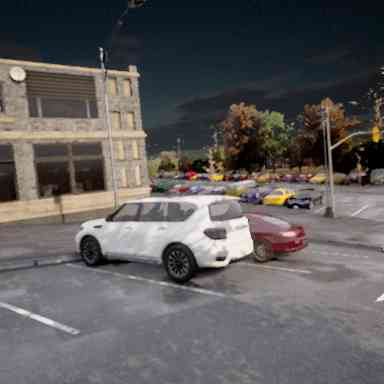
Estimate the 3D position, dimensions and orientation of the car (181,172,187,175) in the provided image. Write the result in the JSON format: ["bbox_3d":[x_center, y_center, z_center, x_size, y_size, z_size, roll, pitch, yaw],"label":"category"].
[{"bbox_3d":[0.731,-4.294,86.310,5.566,2.045,2.435,-8,7,-44],"label":"car"}]

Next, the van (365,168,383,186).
[{"bbox_3d":[23.499,-1.897,41.391,1.878,1.987,4.442,1,6,41],"label":"van"}]

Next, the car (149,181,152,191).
[{"bbox_3d":[-4.415,-0.840,55.078,2.097,1.535,5.008,0,7,43],"label":"car"}]

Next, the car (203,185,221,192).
[{"bbox_3d":[4.057,-0.031,39.072,2.231,1.521,4.892,-1,7,41],"label":"car"}]

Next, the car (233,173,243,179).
[{"bbox_3d":[10.948,-2.866,64.932,2.097,1.535,5.008,1,6,44],"label":"car"}]

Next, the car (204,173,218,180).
[{"bbox_3d":[5.735,-3.440,75.558,2.097,1.535,5.008,1,7,45],"label":"car"}]

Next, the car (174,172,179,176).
[{"bbox_3d":[-1.720,-4.320,91.741,4.792,1.488,2.163,-8,6,-44],"label":"car"}]

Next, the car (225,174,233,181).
[{"bbox_3d":[9.613,-2.975,67.555,2.163,1.488,4.792,1,7,44],"label":"car"}]

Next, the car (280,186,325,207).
[{"bbox_3d":[9.849,0.519,28.530,2.163,1.488,4.792,0,7,40],"label":"car"}]

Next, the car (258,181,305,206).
[{"bbox_3d":[8.629,0.317,31.331,1.946,1.575,5.366,-1,7,40],"label":"car"}]

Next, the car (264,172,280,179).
[{"bbox_3d":[14.996,-2.577,57.017,2.185,1.767,4.553,0,6,43],"label":"car"}]

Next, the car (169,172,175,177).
[{"bbox_3d":[-3.106,-4.482,94.288,5.366,1.575,1.946,-8,7,-44],"label":"car"}]

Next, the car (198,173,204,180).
[{"bbox_3d":[4.444,-3.711,78.207,2.185,1.767,4.553,1,7,45],"label":"car"}]

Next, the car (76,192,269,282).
[{"bbox_3d":[-0.985,1.151,9.652,5.566,2.045,2.435,-1,0,35],"label":"car"}]

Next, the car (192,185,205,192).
[{"bbox_3d":[2.620,-0.124,41.726,2.002,1.452,4.674,0,8,41],"label":"car"}]

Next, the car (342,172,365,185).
[{"bbox_3d":[22.090,-1.930,44.035,2.185,1.767,4.553,0,6,41],"label":"car"}]

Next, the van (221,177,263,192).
[{"bbox_3d":[5.583,-0.144,36.505,1.878,1.987,4.442,-1,7,41],"label":"van"}]

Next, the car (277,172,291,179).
[{"bbox_3d":[16.413,-2.282,54.439,2.002,1.452,4.674,0,6,42],"label":"car"}]

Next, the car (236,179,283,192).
[{"bbox_3d":[6.980,0.099,33.774,2.185,1.767,4.553,-1,7,40],"label":"car"}]

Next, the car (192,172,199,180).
[{"bbox_3d":[3.212,-3.737,80.921,4.892,1.521,2.231,-8,7,-44],"label":"car"}]

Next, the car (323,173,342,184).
[{"bbox_3d":[20.793,-1.956,46.788,1.946,1.575,5.366,0,6,41],"label":"car"}]

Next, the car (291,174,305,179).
[{"bbox_3d":[17.819,-2.151,51.836,2.002,1.452,4.674,0,6,42],"label":"car"}]

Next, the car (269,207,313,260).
[{"bbox_3d":[1.517,1.388,11.375,4.674,1.452,2.002,-1,0,35],"label":"car"}]

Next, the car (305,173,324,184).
[{"bbox_3d":[19.120,-2.045,49.096,1.946,1.575,5.366,1,7,41],"label":"car"}]

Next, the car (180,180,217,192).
[{"bbox_3d":[1.177,-0.255,44.380,2.002,1.452,4.674,0,7,42],"label":"car"}]

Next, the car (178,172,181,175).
[{"bbox_3d":[-0.523,-4.161,88.991,4.792,1.488,2.163,-8,7,-44],"label":"car"}]

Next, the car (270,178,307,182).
[{"bbox_3d":[10.151,-0.373,37.937,2.128,1.511,4.902,-7,6,-29],"label":"car"}]

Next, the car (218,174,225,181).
[{"bbox_3d":[8.341,-3.124,70.262,2.163,1.488,4.792,1,6,44],"label":"car"}]

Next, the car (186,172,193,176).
[{"bbox_3d":[1.842,-3.873,83.480,5.366,1.575,1.946,-8,7,-44],"label":"car"}]

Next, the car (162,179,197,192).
[{"bbox_3d":[-1.640,-0.524,49.713,2.002,1.452,4.674,0,8,42],"label":"car"}]

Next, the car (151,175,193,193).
[{"bbox_3d":[-3.043,-0.954,52.391,2.435,2.045,5.566,0,7,43],"label":"car"}]

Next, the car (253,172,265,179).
[{"bbox_3d":[13.777,-2.613,59.807,1.946,1.575,5.366,1,6,43],"label":"car"}]

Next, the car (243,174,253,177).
[{"bbox_3d":[12.313,-2.856,62.307,2.185,1.767,4.553,1,7,43],"label":"car"}]

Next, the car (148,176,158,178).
[{"bbox_3d":[-9.726,-1.544,65.911,2.185,1.767,4.553,1,8,44],"label":"car"}]
